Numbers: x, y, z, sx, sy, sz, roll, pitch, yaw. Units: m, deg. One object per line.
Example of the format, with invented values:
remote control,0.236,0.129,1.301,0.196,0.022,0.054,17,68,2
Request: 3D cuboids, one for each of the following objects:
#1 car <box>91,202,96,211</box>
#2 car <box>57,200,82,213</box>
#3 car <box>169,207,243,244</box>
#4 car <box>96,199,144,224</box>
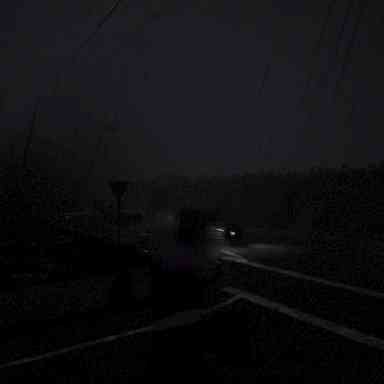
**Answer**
car,-10.404,1.568,39.265,2.128,1.511,4.902,0,0,-34
car,-14.046,1.628,38.117,1.994,1.385,4.181,0,0,-34
car,0.548,1.566,16.602,1.837,1.490,4.892,0,0,-31
car,-5.407,1.540,25.489,1.882,1.535,5.008,0,0,-35
